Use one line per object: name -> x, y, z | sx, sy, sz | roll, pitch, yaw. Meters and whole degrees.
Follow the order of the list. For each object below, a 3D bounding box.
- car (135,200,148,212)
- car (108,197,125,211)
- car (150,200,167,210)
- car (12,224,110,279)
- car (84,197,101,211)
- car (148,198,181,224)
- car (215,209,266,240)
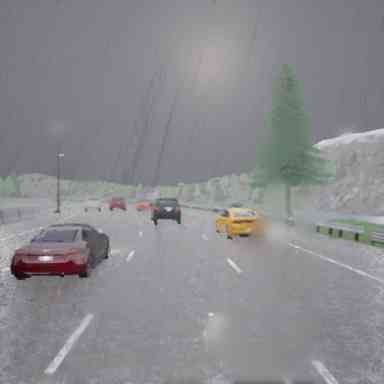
car -> -6.700, 1.856, 46.510 | 2.097, 1.767, 4.553 | 0, 0, -16
car -> -11.533, 1.776, 50.797 | 2.150, 2.045, 5.566 | 0, -1, -19
car -> -5.510, 2.110, 54.464 | 1.812, 1.442, 4.674 | 0, -1, -18
car -> -3.857, 1.683, 10.474 | 1.994, 1.385, 4.181 | 0, -1, -4
car -> -15.245, 1.784, 50.901 | 2.150, 2.045, 5.566 | 1, -1, -19
car -> -2.273, 1.520, 27.909 | 2.150, 2.045, 5.566 | 0, -1, -10
car -> 2.540, 1.667, 18.276 | 1.882, 1.535, 5.008 | 0, -1, -6
